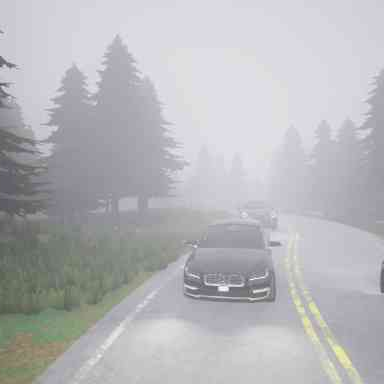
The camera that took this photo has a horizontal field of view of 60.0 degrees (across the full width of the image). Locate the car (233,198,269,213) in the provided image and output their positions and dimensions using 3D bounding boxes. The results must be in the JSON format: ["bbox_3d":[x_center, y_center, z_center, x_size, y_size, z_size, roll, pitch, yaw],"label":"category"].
[{"bbox_3d":[6.208,1.410,35.737,1.837,1.490,4.892,2,-1,-16],"label":"car"}]

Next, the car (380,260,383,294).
[{"bbox_3d":[4.494,1.308,4.645,2.097,1.767,4.553,-1,0,8],"label":"car"}]

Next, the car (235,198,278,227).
[{"bbox_3d":[3.879,1.270,20.367,2.097,1.767,4.553,-1,0,5],"label":"car"}]

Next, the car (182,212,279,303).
[{"bbox_3d":[1.092,1.496,8.415,1.837,1.490,4.892,-1,0,12],"label":"car"}]

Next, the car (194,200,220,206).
[{"bbox_3d":[1.925,1.799,44.862,1.812,1.442,4.674,3,-5,-35],"label":"car"}]
